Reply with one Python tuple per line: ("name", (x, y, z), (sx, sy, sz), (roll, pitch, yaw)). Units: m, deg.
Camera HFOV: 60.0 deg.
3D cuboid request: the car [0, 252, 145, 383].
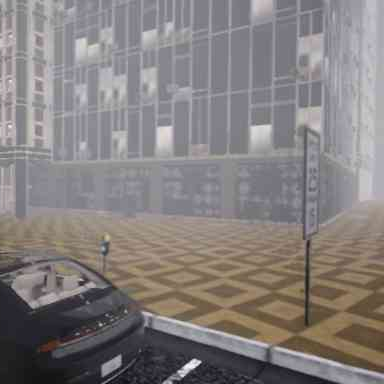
("car", (-2.646, 1.528, 4.582), (4.403, 1.369, 2.008), (0, 1, 33))
